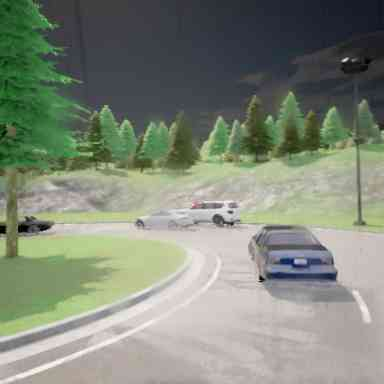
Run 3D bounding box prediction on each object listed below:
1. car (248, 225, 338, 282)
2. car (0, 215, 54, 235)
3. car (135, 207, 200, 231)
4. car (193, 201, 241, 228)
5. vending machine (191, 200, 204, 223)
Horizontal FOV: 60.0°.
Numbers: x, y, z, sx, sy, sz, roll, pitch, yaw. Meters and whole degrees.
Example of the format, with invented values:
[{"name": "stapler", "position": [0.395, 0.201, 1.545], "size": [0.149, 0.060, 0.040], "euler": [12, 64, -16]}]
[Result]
[{"name": "car", "position": [2.821, 1.720, 10.248], "size": [2.033, 1.411, 5.357], "euler": [-1, -1, 7]}, {"name": "car", "position": [-12.055, 2.279, 22.684], "size": [4.718, 1.301, 1.895], "euler": [-1, -1, -12]}, {"name": "car", "position": [-2.114, 2.087, 25.099], "size": [4.674, 1.442, 1.812], "euler": [-2, -2, 27]}, {"name": "car", "position": [1.289, 1.770, 27.280], "size": [5.566, 2.045, 2.150], "euler": [-2, -2, 32]}, {"name": "vending machine", "position": [0.547, 1.857, 32.182], "size": [0.880, 2.100, 1.100], "euler": [-1, -1, 23]}]
